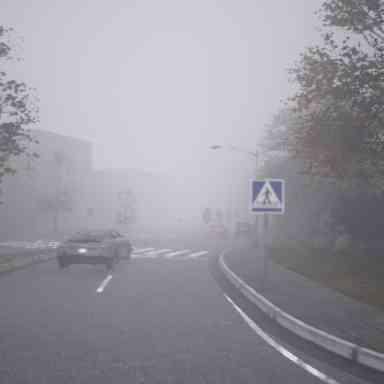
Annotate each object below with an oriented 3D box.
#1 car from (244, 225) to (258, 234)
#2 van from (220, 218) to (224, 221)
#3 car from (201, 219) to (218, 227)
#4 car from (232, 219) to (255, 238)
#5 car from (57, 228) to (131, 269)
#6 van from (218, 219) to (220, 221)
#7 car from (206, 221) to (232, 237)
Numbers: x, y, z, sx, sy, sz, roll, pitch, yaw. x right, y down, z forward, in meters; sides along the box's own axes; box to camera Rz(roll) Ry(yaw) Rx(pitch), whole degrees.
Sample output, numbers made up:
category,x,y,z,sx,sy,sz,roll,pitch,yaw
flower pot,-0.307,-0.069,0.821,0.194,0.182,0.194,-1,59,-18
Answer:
category,x,y,z,sx,sy,sz,roll,pitch,yaw
car,10.109,6.428,57.043,1.895,1.301,4.718,1,-4,15
van,6.431,7.949,86.773,1.878,1.987,4.442,1,-4,16
car,3.500,7.142,76.197,2.435,2.045,5.566,1,-4,16
car,7.331,5.273,46.774,2.150,2.045,5.566,1,-4,15
car,-3.666,2.109,13.137,1.994,1.385,4.181,1,-5,0
van,4.952,7.557,81.441,1.878,1.987,4.442,1,-4,16
car,3.793,5.221,45.757,2.097,1.767,4.553,1,-4,15
